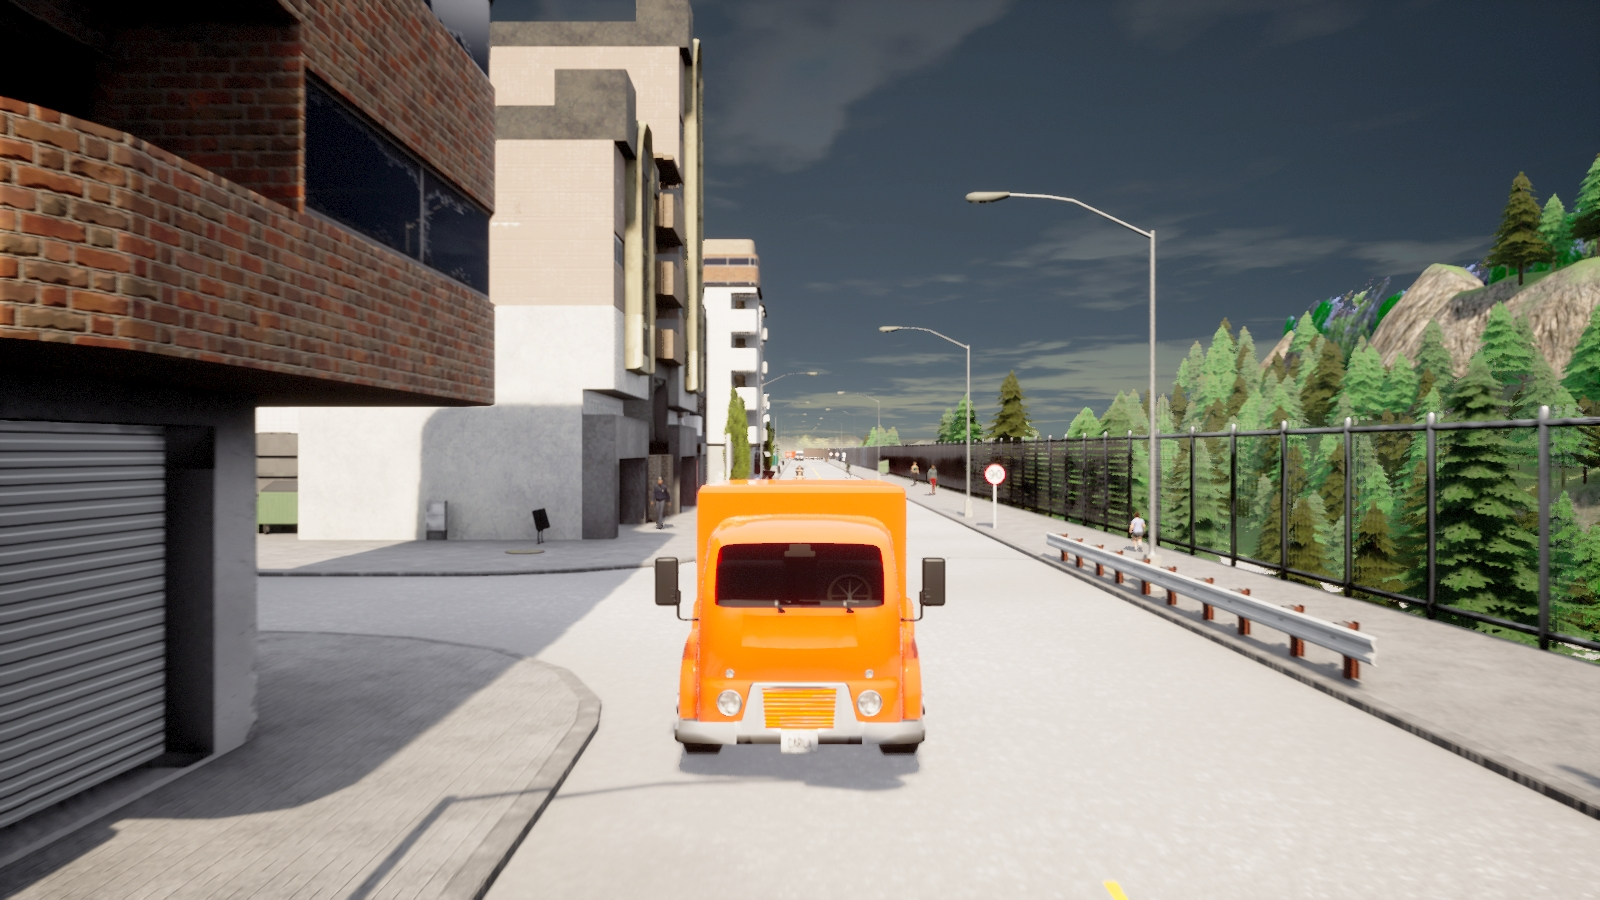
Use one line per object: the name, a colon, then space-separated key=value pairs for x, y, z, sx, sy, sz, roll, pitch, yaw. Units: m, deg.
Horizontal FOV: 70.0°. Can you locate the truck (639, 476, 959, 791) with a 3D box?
truck: x=0.022 y=1.568 z=11.992 sx=2.627 sy=2.467 sz=5.204 roll=0 pitch=0 yaw=1

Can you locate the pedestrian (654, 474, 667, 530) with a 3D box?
pedestrian: x=-4.705 y=1.746 z=38.477 sx=0.375 sy=1.860 sz=0.375 roll=0 pitch=0 yaw=3

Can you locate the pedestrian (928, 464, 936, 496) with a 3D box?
pedestrian: x=7.709 y=1.745 z=66.891 sx=0.375 sy=1.860 sz=0.375 roll=0 pitch=0 yaw=-15

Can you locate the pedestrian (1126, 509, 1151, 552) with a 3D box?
pedestrian: x=8.983 y=2.125 z=30.311 sx=0.500 sy=1.100 sz=0.500 roll=0 pitch=0 yaw=-1
